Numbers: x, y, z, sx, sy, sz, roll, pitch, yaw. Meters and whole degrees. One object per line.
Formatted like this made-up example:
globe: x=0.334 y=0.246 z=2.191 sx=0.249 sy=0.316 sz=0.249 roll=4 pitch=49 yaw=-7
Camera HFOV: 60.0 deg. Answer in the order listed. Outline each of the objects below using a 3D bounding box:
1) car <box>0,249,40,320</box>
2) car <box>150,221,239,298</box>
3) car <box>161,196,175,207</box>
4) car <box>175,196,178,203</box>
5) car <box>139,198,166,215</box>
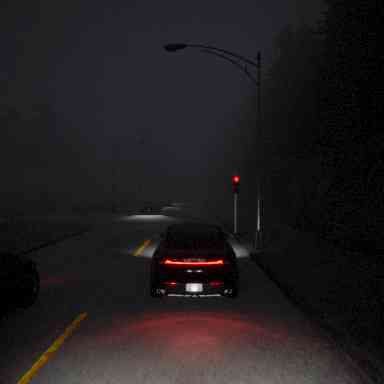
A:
car: x=-4.098 y=1.564 z=5.116 sx=1.994 sy=1.385 sz=4.181 roll=0 pitch=0 yaw=0
car: x=0.061 y=1.505 z=8.523 sx=1.837 sy=1.490 sz=4.892 roll=0 pitch=0 yaw=0
car: x=-4.081 y=1.478 z=51.274 sx=1.882 sy=1.535 sz=5.008 roll=0 pitch=1 yaw=0
car: x=-3.988 y=1.477 z=68.612 sx=1.882 sy=1.535 sz=5.008 roll=0 pitch=0 yaw=0
car: x=-4.092 y=1.564 z=33.478 sx=1.994 sy=1.385 sz=4.181 roll=0 pitch=0 yaw=0
